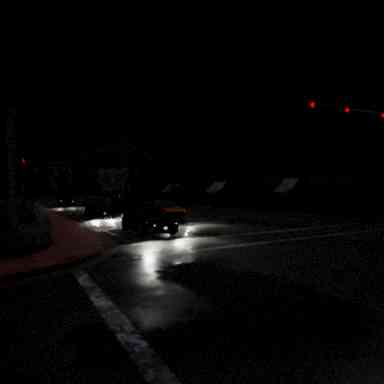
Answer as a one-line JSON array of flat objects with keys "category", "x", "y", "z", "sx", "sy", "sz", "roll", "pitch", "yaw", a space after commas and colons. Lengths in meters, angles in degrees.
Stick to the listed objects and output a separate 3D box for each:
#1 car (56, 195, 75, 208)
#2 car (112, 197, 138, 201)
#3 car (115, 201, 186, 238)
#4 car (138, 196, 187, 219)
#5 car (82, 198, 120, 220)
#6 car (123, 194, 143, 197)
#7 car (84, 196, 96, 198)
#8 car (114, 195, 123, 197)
[{"category": "car", "x": -18.171, "y": 1.264, "z": 47.736, "sx": 2.097, "sy": 1.767, "sz": 4.553, "roll": -1, "pitch": 1, "yaw": -27}, {"category": "car", "x": -6.543, "y": 1.465, "z": 33.122, "sx": 1.895, "sy": 1.301, "sz": 4.718, "roll": -1, "pitch": 1, "yaw": -28}, {"category": "car", "x": -2.358, "y": 1.440, "z": 17.696, "sx": 1.837, "sy": 1.490, "sz": 4.892, "roll": -1, "pitch": 1, "yaw": -28}, {"category": "car", "x": -2.086, "y": 1.348, "z": 24.679, "sx": 1.882, "sy": 1.535, "sz": 5.008, "roll": -1, "pitch": 1, "yaw": -28}, {"category": "car", "x": -7.802, "y": 1.492, "z": 28.008, "sx": 1.994, "sy": 1.385, "sz": 4.181, "roll": -1, "pitch": 1, "yaw": -28}, {"category": "car", "x": -8.906, "y": 1.080, "z": 52.779, "sx": 2.097, "sy": 1.767, "sz": 4.553, "roll": -1, "pitch": 1, "yaw": -28}, {"category": "car", "x": -15.043, "y": 1.344, "z": 49.313, "sx": 2.128, "sy": 1.511, "sz": 4.902, "roll": -1, "pitch": 0, "yaw": -27}, {"category": "car", "x": -13.563, "y": 1.247, "z": 61.601, "sx": 1.812, "sy": 1.442, "sz": 4.674, "roll": -1, "pitch": 1, "yaw": -28}]
